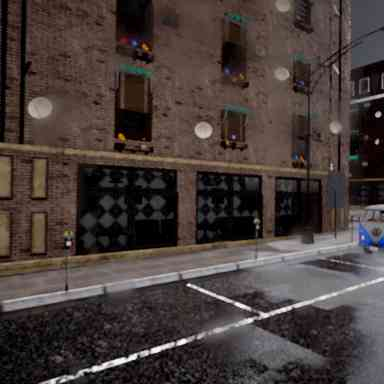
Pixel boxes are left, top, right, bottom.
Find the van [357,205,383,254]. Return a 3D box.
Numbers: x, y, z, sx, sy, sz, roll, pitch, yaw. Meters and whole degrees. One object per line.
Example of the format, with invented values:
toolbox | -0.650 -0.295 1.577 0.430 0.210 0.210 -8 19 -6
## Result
van | 7.671 1.347 12.104 3.998 1.788 1.690 0 1 -35
